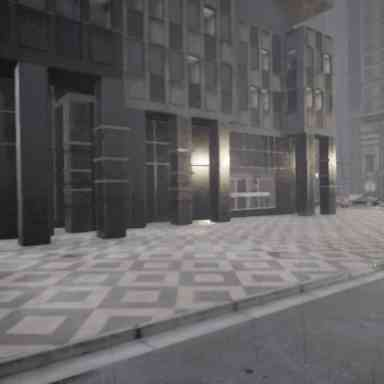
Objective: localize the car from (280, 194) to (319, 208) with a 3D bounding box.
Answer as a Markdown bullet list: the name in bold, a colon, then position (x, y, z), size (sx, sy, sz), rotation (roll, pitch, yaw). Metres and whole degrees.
- **car**: position (15.517, 1.242, 48.326), size (2.192, 1.841, 5.009), rotation (-1, 1, -36)

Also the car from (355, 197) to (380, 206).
- **car**: position (25.393, 1.355, 49.200), size (1.947, 1.339, 4.313), rotation (-1, 1, -36)

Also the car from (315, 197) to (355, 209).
- **car**: position (18.608, 1.487, 44.035), size (1.887, 1.381, 4.507), rotation (-1, 1, -36)

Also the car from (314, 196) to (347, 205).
- **car**: position (22.231, 1.318, 53.594), size (1.887, 1.381, 4.507), rotation (-1, 1, -36)
